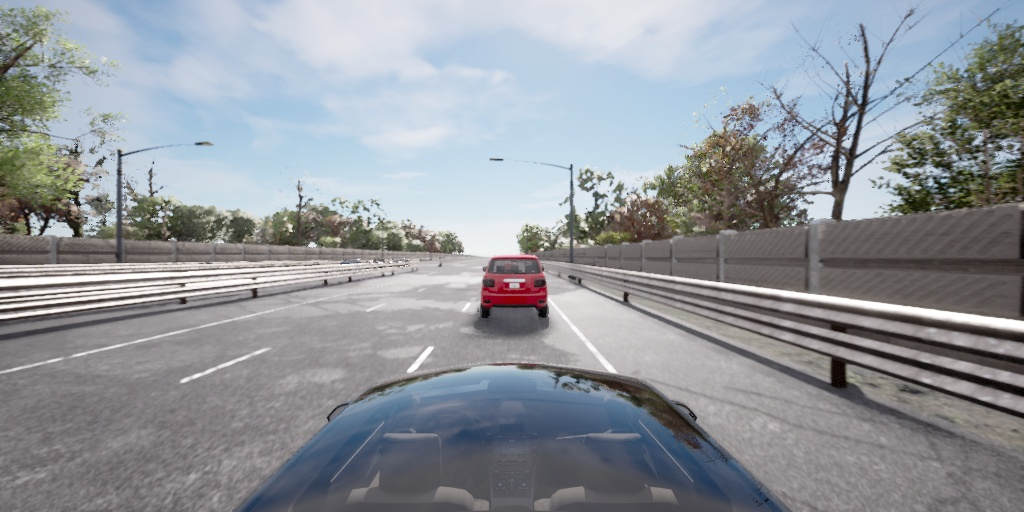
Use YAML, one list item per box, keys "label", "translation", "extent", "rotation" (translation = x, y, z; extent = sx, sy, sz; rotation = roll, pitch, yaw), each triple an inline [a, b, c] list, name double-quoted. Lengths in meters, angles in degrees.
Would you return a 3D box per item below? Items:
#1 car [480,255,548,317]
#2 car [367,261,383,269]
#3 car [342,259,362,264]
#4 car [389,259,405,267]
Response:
- label: "car"
  translation: [0.061, 0.975, 13.333]
  extent: [2.150, 2.045, 5.566]
  rotation: [0, 0, 0]
- label: "car"
  translation: [-21.718, 1.372, 57.439]
  extent: [1.895, 1.301, 4.718]
  rotation: [0, 0, -1]
- label: "car"
  translation: [-25.198, 1.275, 56.437]
  extent: [1.837, 1.490, 4.892]
  rotation: [0, 0, -1]
- label: "car"
  translation: [-18.231, 1.275, 57.696]
  extent: [1.837, 1.490, 4.892]
  rotation: [0, 0, -1]
